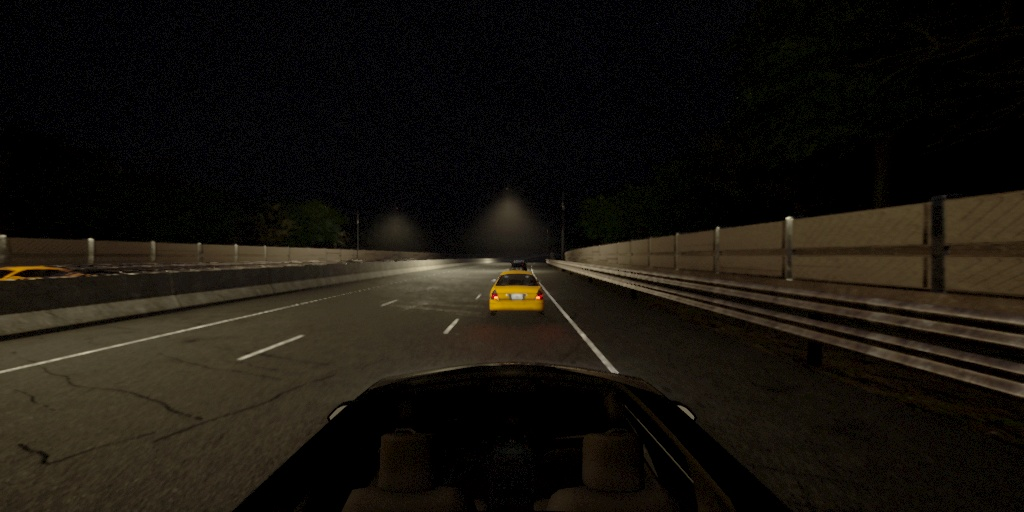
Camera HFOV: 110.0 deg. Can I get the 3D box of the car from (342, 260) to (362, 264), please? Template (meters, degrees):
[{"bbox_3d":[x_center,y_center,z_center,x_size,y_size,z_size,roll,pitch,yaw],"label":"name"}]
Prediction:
[{"bbox_3d":[-23.416,1.310,52.647,1.895,1.301,4.718,0,0,3],"label":"car"}]

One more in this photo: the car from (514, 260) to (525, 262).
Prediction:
[{"bbox_3d":[0.897,1.230,43.561,2.128,1.511,4.902,0,0,2],"label":"car"}]

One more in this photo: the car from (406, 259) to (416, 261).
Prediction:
[{"bbox_3d":[-16.201,1.220,57.137,2.128,1.511,4.902,0,0,3],"label":"car"}]

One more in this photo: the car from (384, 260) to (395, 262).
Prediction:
[{"bbox_3d":[-19.711,1.323,56.853,1.895,1.301,4.718,0,0,3],"label":"car"}]

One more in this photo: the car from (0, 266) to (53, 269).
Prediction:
[{"bbox_3d":[-20.998,1.196,15.185,1.882,1.535,5.008,0,0,1],"label":"car"}]

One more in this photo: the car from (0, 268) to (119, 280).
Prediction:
[{"bbox_3d":[-17.505,1.286,14.473,1.994,1.385,4.181,0,0,1],"label":"car"}]

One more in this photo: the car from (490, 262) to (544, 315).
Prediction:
[{"bbox_3d":[0.179,1.193,13.336,1.801,1.575,5.366,0,0,1],"label":"car"}]
